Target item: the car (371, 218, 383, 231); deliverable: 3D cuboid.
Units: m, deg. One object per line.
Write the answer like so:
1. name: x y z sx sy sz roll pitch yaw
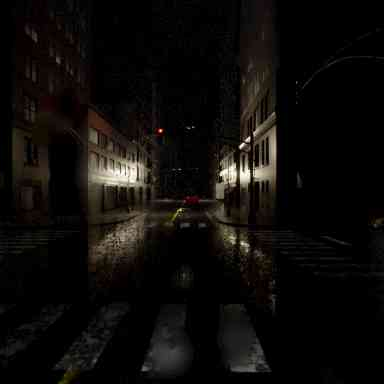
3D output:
1. car: 12.380 1.514 18.047 4.829 1.417 1.752 0 0 0

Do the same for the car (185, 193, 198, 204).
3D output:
1. car: -0.045 1.184 60.453 2.150 2.045 5.566 0 0 0
